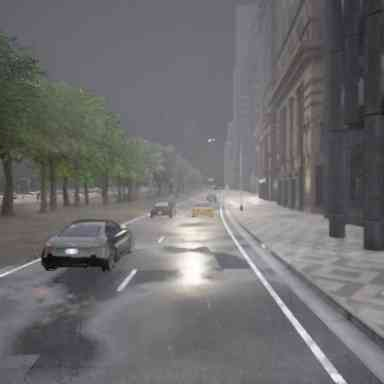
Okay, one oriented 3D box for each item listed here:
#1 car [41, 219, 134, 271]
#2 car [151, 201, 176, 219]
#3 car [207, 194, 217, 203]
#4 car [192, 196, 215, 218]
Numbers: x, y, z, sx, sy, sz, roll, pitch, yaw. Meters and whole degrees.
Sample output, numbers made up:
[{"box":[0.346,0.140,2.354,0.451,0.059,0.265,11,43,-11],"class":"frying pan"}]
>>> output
[{"box":[-3.225,1.585,11.037,1.994,1.385,4.181,0,0,1],"class":"car"},{"box":[-2.465,1.497,29.257,1.812,1.442,4.674,0,0,3],"class":"car"},{"box":[3.594,1.141,61.110,2.033,1.649,4.856,0,0,5],"class":"car"},{"box":[0.983,1.487,30.283,1.801,1.575,5.366,0,1,3],"class":"car"}]
